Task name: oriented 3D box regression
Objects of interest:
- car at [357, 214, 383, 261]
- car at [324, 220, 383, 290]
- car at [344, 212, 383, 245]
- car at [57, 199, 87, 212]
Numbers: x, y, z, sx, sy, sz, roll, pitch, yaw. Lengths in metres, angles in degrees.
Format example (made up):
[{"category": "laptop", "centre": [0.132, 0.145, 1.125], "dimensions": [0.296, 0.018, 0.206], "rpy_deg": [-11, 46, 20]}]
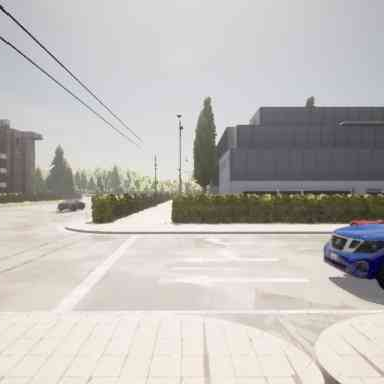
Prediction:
[{"category": "car", "centre": [8.979, 1.547, 11.655], "dimensions": [5.357, 1.411, 2.033], "rpy_deg": [0, 0, -1]}, {"category": "car", "centre": [6.224, 1.221, 8.131], "dimensions": [5.566, 2.045, 2.150], "rpy_deg": [0, 0, -1]}, {"category": "car", "centre": [9.740, 1.601, 15.161], "dimensions": [4.718, 1.301, 1.895], "rpy_deg": [0, 0, -1]}, {"category": "car", "centre": [-14.173, 1.547, 39.483], "dimensions": [2.033, 1.411, 5.357], "rpy_deg": [0, 0, 0]}]
